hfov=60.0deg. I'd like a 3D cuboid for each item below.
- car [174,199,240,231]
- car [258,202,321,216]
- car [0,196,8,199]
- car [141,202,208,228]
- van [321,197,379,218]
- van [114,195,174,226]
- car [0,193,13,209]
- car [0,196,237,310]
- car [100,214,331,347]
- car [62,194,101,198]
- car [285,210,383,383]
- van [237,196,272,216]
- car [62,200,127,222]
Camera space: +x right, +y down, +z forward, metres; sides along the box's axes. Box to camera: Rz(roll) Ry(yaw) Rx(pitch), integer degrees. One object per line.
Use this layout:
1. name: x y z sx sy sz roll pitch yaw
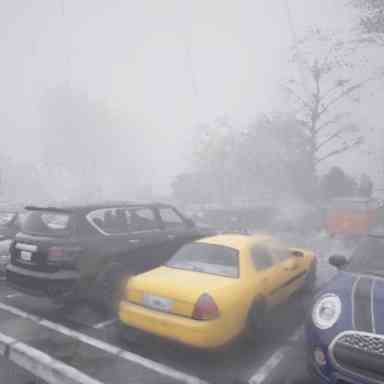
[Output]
1. car: 1.073 1.362 21.648 2.185 1.767 4.553 0 0 35
2. car: 5.807 1.473 18.346 2.231 1.521 4.892 0 0 35
3. car: -17.263 1.323 34.661 2.231 1.521 4.892 1 1 35
4. car: -1.093 1.524 23.256 2.163 1.488 4.792 0 0 35
5. van: 8.177 1.238 16.804 1.878 1.987 4.442 0 0 35
6. van: -3.488 1.277 24.766 1.878 1.987 4.442 0 0 35
7. car: -24.200 1.070 39.519 2.185 1.767 4.553 1 1 35
8. car: -1.384 1.220 8.064 2.435 2.045 5.566 0 0 35
9. car: 1.015 1.461 6.561 1.946 1.575 5.366 0 0 35
10. car: -10.466 1.195 29.813 2.435 2.045 5.566 1 1 35
11. car: 3.233 1.331 4.804 2.185 1.767 4.553 0 0 35
12. van: 3.565 1.254 20.068 1.878 1.987 4.442 0 0 35
13. car: -8.141 1.485 28.197 2.097 1.535 5.008 1 1 35
